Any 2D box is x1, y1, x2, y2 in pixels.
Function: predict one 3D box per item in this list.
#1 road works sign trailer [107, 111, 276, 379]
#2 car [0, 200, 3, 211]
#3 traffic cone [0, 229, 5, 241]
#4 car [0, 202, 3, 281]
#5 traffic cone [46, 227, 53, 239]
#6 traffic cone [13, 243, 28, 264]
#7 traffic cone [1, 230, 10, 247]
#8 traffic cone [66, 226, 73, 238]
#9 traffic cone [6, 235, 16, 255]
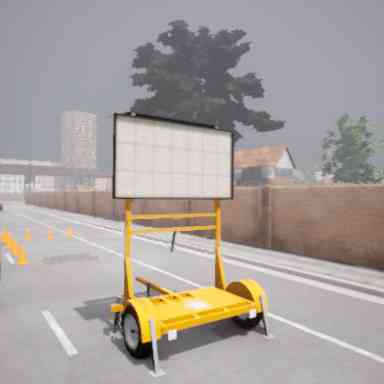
[{"bbox_3d":[-0.355,0.525,5.888,2.380,3.560,2.880,1,-1,-34],"label":"road works sign trailer"},{"bbox_3d":[-26.279,1.793,44.040,1.895,1.301,4.718,1,-1,-34],"label":"car"},{"bbox_3d":[-8.903,2.033,15.793,0.340,0.580,0.340,1,-1,-34],"label":"traffic cone"},{"bbox_3d":[-6.398,1.252,8.717,2.150,2.045,5.566,1,-1,-34],"label":"car"},{"bbox_3d":[-7.249,2.060,16.916,0.340,0.580,0.340,1,-1,-34],"label":"traffic cone"},{"bbox_3d":[-5.533,2.016,10.829,0.340,0.580,0.340,1,-1,-34],"label":"traffic cone"},{"bbox_3d":[-7.780,2.027,14.138,0.340,0.580,0.340,1,-1,-34],"label":"traffic cone"},{"bbox_3d":[-6.421,2.074,17.478,0.340,0.580,0.340,1,-1,-34],"label":"traffic cone"},{"bbox_3d":[-6.656,2.021,12.483,0.340,0.580,0.340,1,-1,-34],"label":"traffic cone"}]
